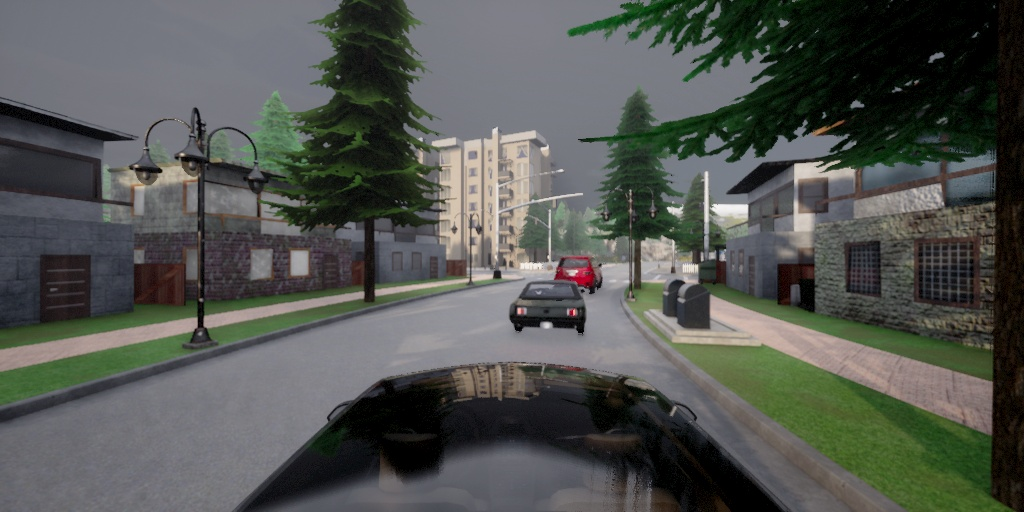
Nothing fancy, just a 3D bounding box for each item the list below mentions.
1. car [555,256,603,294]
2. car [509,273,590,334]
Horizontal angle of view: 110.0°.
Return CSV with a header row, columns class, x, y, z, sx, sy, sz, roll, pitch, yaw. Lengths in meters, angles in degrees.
class,x,y,z,sx,sy,sz,roll,pitch,yaw
car,4.043,1.025,21.273,2.150,2.045,5.566,0,0,20
car,1.234,1.374,10.785,1.895,1.301,4.718,0,0,10
